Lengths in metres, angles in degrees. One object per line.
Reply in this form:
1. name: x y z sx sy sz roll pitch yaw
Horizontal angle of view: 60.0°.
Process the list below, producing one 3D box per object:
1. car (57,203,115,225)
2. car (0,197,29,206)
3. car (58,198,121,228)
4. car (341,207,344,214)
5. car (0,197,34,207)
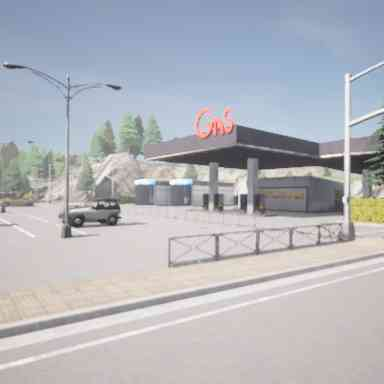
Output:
1. car: -8.158 1.629 25.628 3.806 1.475 1.970 1 0 -36
2. car: -30.039 1.607 55.952 4.514 1.523 2.007 1 0 -36
3. car: -6.715 1.339 22.572 3.866 1.878 1.905 1 0 -36
4. car: 21.227 2.060 41.942 2.242 1.667 4.611 1 0 -36
5. car: -28.168 1.598 53.434 5.027 1.636 2.152 1 0 -36
